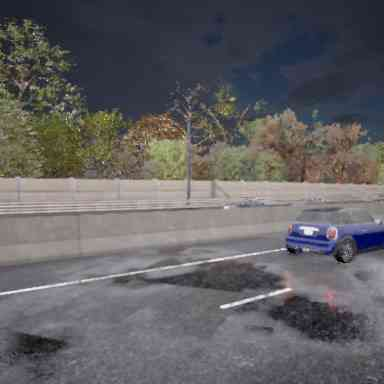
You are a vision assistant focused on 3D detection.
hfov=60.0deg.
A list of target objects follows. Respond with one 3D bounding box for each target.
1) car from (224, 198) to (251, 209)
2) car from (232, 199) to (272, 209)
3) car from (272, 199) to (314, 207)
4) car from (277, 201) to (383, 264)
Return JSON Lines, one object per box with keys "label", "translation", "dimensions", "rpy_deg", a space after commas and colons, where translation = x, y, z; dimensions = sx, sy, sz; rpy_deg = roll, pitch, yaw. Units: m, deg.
{"label": "car", "translation": [5.364, 1.413, 33.613], "dimensions": [4.902, 1.511, 2.128], "rpy_deg": [0, 0, -35]}
{"label": "car", "translation": [6.242, 1.527, 29.943], "dimensions": [4.718, 1.301, 1.895], "rpy_deg": [0, 0, -35]}
{"label": "car", "translation": [9.370, 1.399, 27.873], "dimensions": [5.008, 1.535, 1.882], "rpy_deg": [0, 0, -35]}
{"label": "car", "translation": [5.483, 1.315, 11.958], "dimensions": [4.553, 1.767, 2.097], "rpy_deg": [0, 0, -36]}
